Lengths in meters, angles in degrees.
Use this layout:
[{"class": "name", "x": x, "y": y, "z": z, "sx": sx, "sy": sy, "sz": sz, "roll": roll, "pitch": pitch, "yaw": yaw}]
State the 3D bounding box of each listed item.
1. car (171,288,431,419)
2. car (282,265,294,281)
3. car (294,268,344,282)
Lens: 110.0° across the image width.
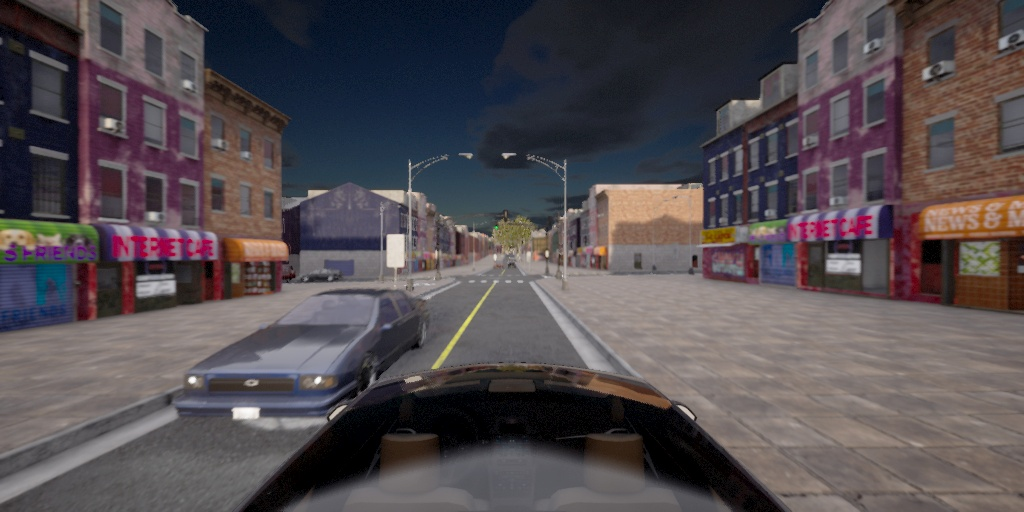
[{"class": "car", "x": -2.850, "y": 1.311, "z": 6.509, "sx": 2.033, "sy": 1.411, "sz": 5.357, "roll": 0, "pitch": 0, "yaw": 0}, {"class": "car", "x": -25.893, "y": 1.919, "z": 38.505, "sx": 5.009, "sy": 1.841, "sz": 2.192, "roll": 0, "pitch": 0, "yaw": 0}, {"class": "car", "x": -20.360, "y": 2.019, "z": 38.507, "sx": 4.403, "sy": 1.370, "sz": 2.007, "roll": 0, "pitch": 0, "yaw": 0}]
